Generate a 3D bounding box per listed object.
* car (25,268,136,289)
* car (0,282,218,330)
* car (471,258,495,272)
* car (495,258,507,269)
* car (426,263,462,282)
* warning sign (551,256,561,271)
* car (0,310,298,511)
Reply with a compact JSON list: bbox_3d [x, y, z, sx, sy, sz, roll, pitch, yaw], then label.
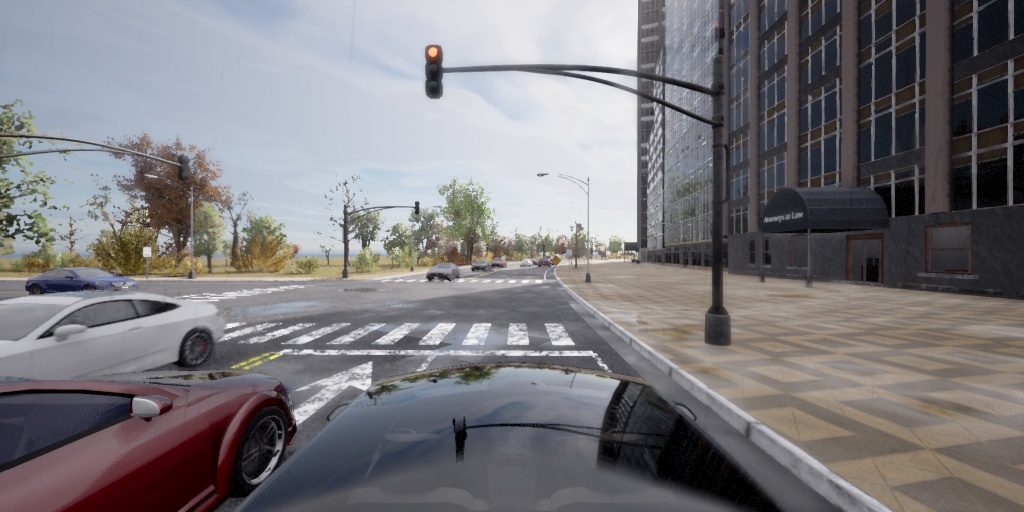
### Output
[{"bbox_3d":[-21.674,1.322,18.105,4.674,1.442,1.812,0,0,4],"label":"car"},{"bbox_3d":[-6.533,1.275,5.140,1.812,1.442,4.674,0,0,1],"label":"car"},{"bbox_3d":[-3.878,1.256,45.541,1.837,1.490,4.892,0,-1,7],"label":"car"},{"bbox_3d":[-2.202,1.104,57.624,2.097,1.767,4.553,0,0,9],"label":"car"},{"bbox_3d":[-5.475,1.295,29.621,2.033,1.411,5.357,0,0,5],"label":"car"},{"bbox_3d":[5.397,0.868,43.986,1.300,1.860,1.060,0,0,7],"label":"warning sign"},{"bbox_3d":[-3.108,1.314,1.836,1.994,1.385,4.181,0,0,0],"label":"car"}]
